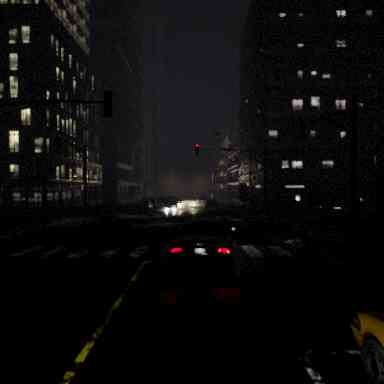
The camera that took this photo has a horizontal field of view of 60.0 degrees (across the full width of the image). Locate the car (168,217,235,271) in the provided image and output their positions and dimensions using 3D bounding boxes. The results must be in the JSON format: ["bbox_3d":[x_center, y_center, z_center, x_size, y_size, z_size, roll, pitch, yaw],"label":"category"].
[{"bbox_3d":[0.438,1.536,10.939,2.033,1.411,5.357,0,0,5],"label":"car"}]

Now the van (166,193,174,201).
[{"bbox_3d":[-5.701,1.263,85.288,1.690,1.788,3.998,-1,0,0],"label":"van"}]

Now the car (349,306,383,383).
[{"bbox_3d":[2.807,1.523,2.266,1.752,1.417,4.829,-1,0,0],"label":"car"}]

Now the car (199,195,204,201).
[{"bbox_3d":[2.681,1.367,79.634,1.967,1.590,4.097,-1,0,0],"label":"car"}]

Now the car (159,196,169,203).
[{"bbox_3d":[-5.698,1.518,68.324,1.802,1.307,4.206,-1,0,0],"label":"car"}]

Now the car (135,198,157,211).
[{"bbox_3d":[-5.700,1.487,39.882,1.752,1.417,4.829,-1,0,0],"label":"car"}]

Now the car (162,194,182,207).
[{"bbox_3d":[-3.082,1.444,49.596,2.128,1.511,4.902,0,0,0],"label":"car"}]

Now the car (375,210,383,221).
[{"bbox_3d":[16.315,1.607,25.229,4.403,1.369,2.008,0,1,1],"label":"car"}]

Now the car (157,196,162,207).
[{"bbox_3d":[-5.700,1.522,45.706,1.947,1.339,4.313,-1,0,0],"label":"car"}]

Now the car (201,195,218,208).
[{"bbox_3d":[2.680,1.507,45.706,2.008,1.369,4.403,-1,0,0],"label":"car"}]

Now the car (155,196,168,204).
[{"bbox_3d":[-5.699,1.486,62.670,1.887,1.381,4.507,-1,0,0],"label":"car"}]
